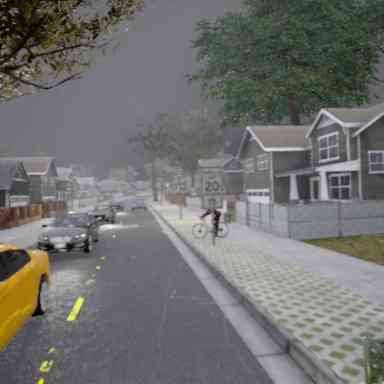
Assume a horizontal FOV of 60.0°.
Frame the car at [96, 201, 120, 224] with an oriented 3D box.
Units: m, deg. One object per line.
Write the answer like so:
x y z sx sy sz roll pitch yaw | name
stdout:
-7.008 1.721 26.015 1.994 1.385 4.181 -2 0 -10 | car

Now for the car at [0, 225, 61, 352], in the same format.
-3.514 1.594 4.785 1.882 1.535 5.008 -2 0 -9 | car

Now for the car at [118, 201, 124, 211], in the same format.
-9.563 1.748 41.978 1.895 1.301 4.718 -2 0 -9 | car

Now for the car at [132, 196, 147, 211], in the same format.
-6.589 1.592 41.487 2.033 1.411 5.357 -2 0 -9 | car

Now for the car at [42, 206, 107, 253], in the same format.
-5.069 1.632 14.193 2.128 1.511 4.902 -2 0 -9 | car

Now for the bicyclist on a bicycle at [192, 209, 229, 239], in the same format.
0.798 1.228 14.567 1.656 1.620 0.582 -2 0 -9 | bicyclist on a bicycle
